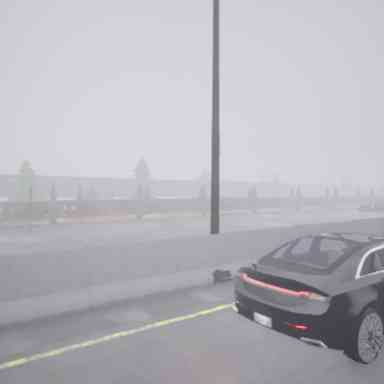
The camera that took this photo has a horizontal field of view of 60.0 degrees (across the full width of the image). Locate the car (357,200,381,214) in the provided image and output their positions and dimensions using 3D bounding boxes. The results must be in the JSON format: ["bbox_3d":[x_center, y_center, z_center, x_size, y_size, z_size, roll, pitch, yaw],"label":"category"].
[{"bbox_3d":[18.770,1.465,33.251,4.718,1.301,1.895,0,0,-28],"label":"car"}]

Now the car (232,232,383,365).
[{"bbox_3d":[2.912,1.467,5.807,4.902,1.511,2.128,0,0,-35],"label":"car"}]

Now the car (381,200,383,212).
[{"bbox_3d":[19.431,1.219,29.571,4.553,1.767,2.097,0,0,-28],"label":"car"}]
